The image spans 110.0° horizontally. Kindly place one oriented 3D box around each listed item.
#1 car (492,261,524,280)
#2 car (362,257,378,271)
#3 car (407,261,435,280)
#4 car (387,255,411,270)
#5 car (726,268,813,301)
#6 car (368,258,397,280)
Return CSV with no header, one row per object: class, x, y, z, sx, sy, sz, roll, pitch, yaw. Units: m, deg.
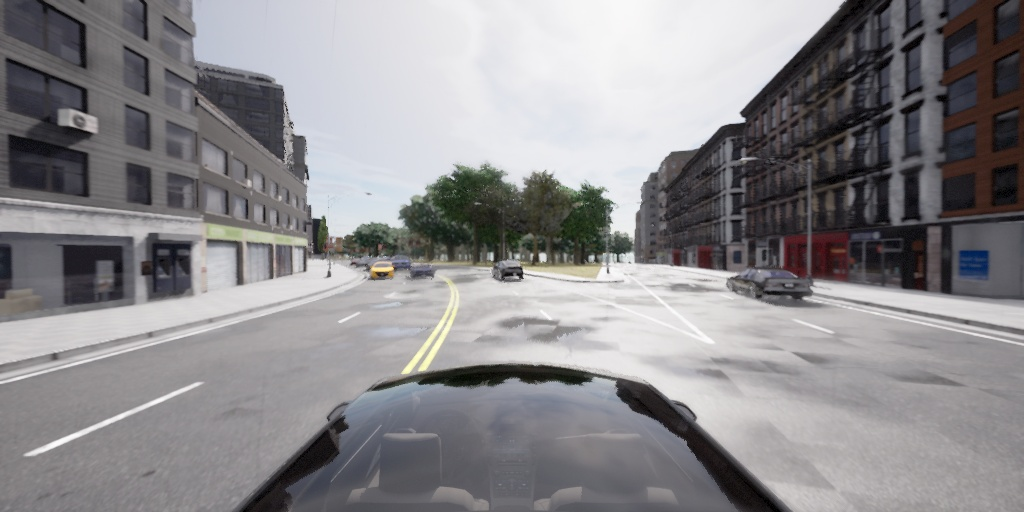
car,-0.411,1.133,30.405,1.837,1.490,4.892,0,1,-15
car,-18.762,1.262,48.982,2.128,1.511,4.902,-1,0,-27
car,-7.962,1.324,31.793,1.895,1.301,4.718,-1,0,-18
car,-15.332,0.950,49.421,2.150,2.045,5.566,-1,0,-27
car,12.044,1.255,17.167,2.033,1.411,5.357,0,0,15
car,-11.559,1.266,32.167,1.882,1.535,5.008,-1,0,-19
